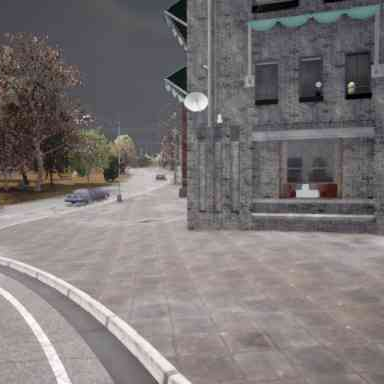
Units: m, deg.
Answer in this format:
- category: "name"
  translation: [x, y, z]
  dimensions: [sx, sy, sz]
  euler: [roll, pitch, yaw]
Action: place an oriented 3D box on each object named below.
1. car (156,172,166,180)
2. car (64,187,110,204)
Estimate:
- category: "car"
  translation: [-6.249, -3.193, 66.827]
  dimensions: [2.128, 1.511, 4.902]
  euler: [0, 5, -4]
- category: "car"
  translation: [-9.749, 0.266, 31.258]
  dimensions: [2.033, 1.411, 5.357]
  euler: [0, 6, 14]
